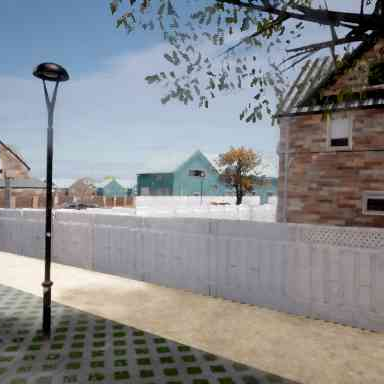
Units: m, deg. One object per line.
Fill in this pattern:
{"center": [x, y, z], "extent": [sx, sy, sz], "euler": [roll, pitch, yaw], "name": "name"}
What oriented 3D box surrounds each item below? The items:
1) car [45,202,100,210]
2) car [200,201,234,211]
{"center": [-9.394, 1.573, 25.647], "extent": [4.892, 1.490, 1.837], "euler": [1, 1, -45], "name": "car"}
{"center": [2.697, 1.716, 36.210], "extent": [5.008, 1.535, 1.882], "euler": [1, 1, -36], "name": "car"}
